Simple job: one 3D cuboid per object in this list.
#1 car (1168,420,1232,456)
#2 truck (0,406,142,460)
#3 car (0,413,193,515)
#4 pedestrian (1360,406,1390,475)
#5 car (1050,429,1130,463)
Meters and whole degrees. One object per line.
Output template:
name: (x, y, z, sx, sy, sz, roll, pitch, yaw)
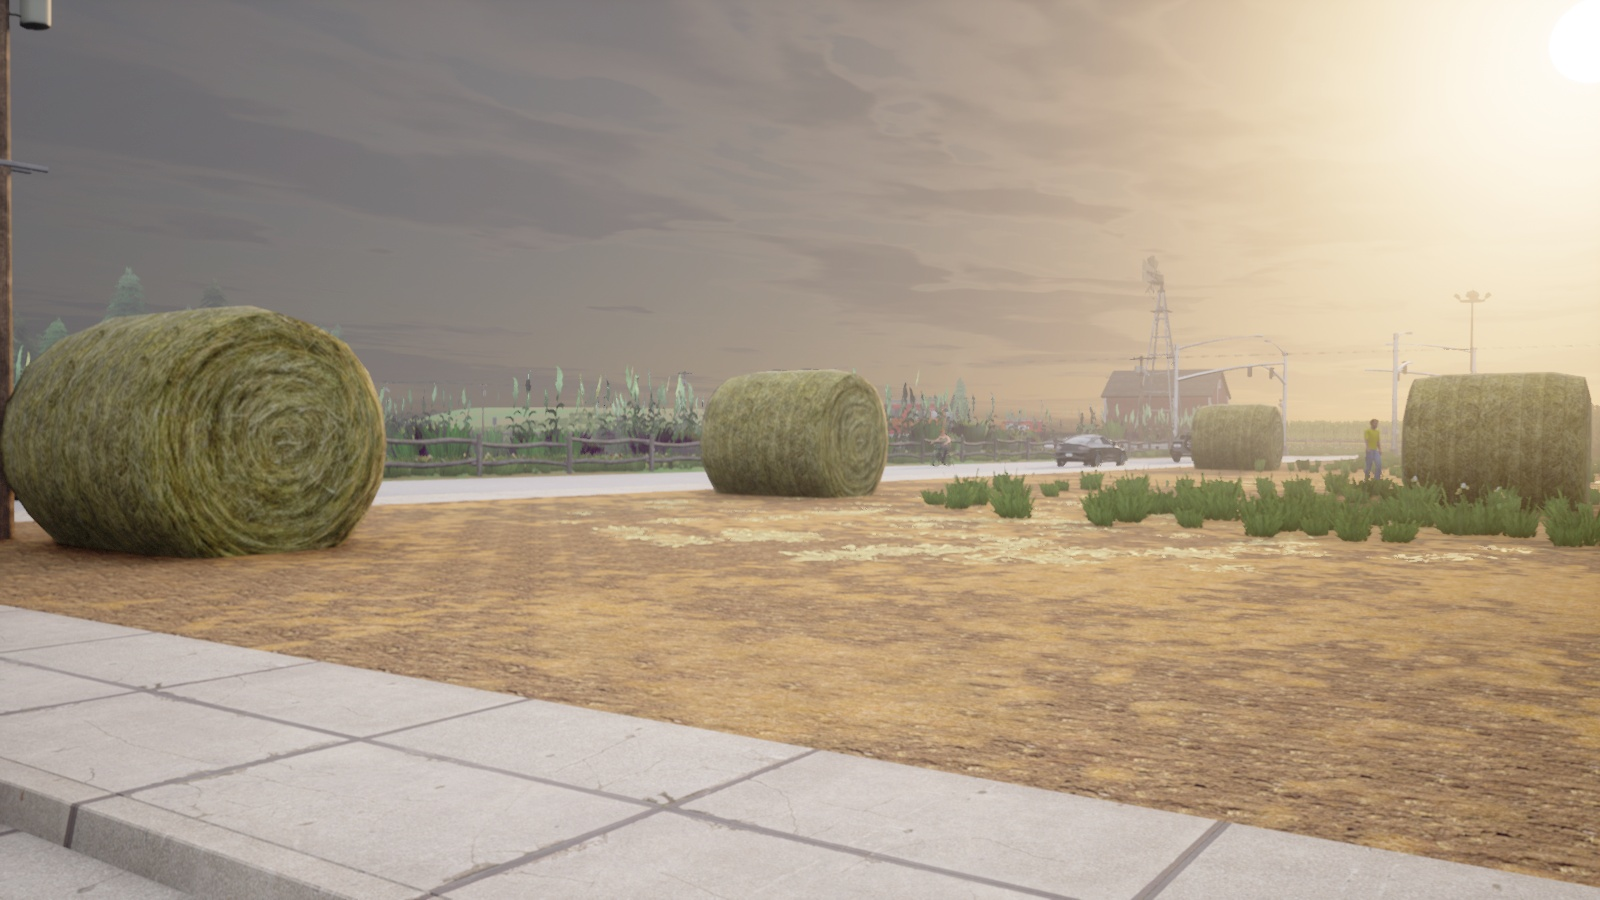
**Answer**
car: (21.697, -0.656, 68.014, 1.932, 1.855, 4.605, 0, 1, 36)
truck: (-49.799, -1.179, 86.005, 2.891, 3.462, 7.936, 0, 1, 35)
car: (-14.438, 0.224, 24.889, 1.905, 1.878, 3.866, 0, 1, 36)
pedestrian: (15.498, -0.261, 33.859, 0.354, 1.836, 0.706, -1, 1, -18)
car: (13.036, -0.210, 56.264, 1.812, 1.442, 4.674, 0, 1, 36)
